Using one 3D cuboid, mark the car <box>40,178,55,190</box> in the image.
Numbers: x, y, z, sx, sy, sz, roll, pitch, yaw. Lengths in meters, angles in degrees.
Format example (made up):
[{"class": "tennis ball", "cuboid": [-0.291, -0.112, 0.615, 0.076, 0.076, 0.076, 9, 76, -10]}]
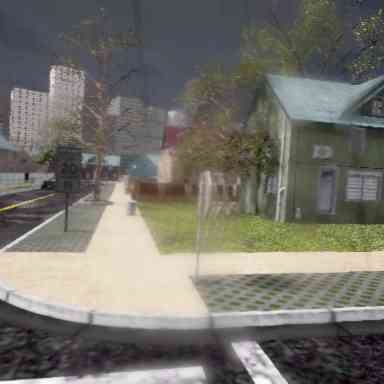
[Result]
[{"class": "car", "cuboid": [-15.894, -0.904, 38.077, 1.994, 1.385, 4.181, 3, 2, -12]}]
